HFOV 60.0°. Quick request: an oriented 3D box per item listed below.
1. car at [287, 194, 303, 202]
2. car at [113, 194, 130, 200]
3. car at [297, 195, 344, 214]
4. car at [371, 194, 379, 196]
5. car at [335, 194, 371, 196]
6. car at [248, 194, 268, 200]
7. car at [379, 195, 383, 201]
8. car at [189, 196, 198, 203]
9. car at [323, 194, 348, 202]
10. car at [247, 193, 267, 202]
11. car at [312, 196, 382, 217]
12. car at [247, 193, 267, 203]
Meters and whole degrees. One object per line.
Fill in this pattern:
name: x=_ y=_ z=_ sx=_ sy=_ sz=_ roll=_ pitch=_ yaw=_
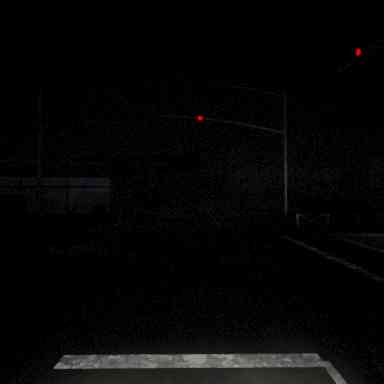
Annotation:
car: x=21.329 y=1.097 z=65.718 sx=4.605 sy=1.855 sz=1.932 roll=0 pitch=0 yaw=0
car: x=-19.401 y=1.332 z=91.583 sx=4.674 sy=1.442 sz=1.812 roll=0 pitch=0 yaw=0
car: x=13.017 y=1.330 z=31.395 sx=5.027 sy=1.636 sz=2.152 roll=0 pitch=0 yaw=0
car: x=38.378 y=1.232 z=69.054 sx=3.806 sy=1.475 sz=1.970 roll=0 pitch=0 yaw=0
car: x=20.651 y=1.320 z=43.266 sx=3.633 sy=1.501 sz=1.845 roll=0 pitch=0 yaw=0
car: x=18.134 y=1.333 z=91.607 sx=4.902 sy=1.511 sz=2.128 roll=0 pitch=0 yaw=0
car: x=38.723 y=1.153 z=62.638 sx=5.027 sy=1.636 sz=2.152 roll=0 pitch=0 yaw=0
car: x=0.273 y=1.547 z=69.680 sx=2.033 sy=1.411 sz=5.357 roll=0 pitch=0 yaw=0
car: x=31.317 y=1.298 z=72.693 sx=4.514 sy=1.523 sz=2.007 roll=0 pitch=0 yaw=0
car: x=13.450 y=1.077 z=68.978 sx=3.866 sy=1.878 sz=1.905 roll=0 pitch=0 yaw=0
car: x=13.080 y=1.339 z=28.258 sx=4.514 sy=1.523 sz=2.007 roll=0 pitch=0 yaw=0
car: x=12.850 y=1.361 z=65.652 sx=3.806 sy=1.475 sz=1.970 roll=0 pitch=0 yaw=0
